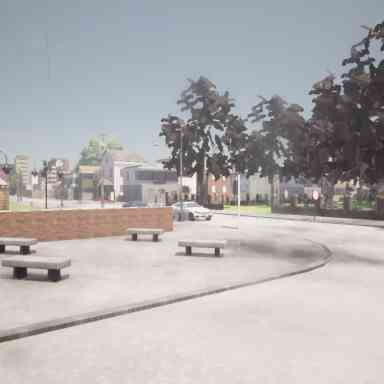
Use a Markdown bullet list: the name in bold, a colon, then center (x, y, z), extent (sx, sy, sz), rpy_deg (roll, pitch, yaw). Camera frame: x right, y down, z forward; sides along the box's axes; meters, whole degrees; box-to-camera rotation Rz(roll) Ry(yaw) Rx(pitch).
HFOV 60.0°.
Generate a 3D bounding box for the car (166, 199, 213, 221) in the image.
- **car**: center (-0.267, 1.526, 27.279), extent (1.812, 1.442, 4.674), rpy_deg (0, 0, -36)

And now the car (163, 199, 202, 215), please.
- **car**: center (-1.092, 1.505, 35.627), extent (1.837, 1.490, 4.892), rpy_deg (0, 0, -36)

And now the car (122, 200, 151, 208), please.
- **car**: center (-5.865, 1.564, 35.164), extent (1.994, 1.385, 4.181), rpy_deg (0, 0, -35)
